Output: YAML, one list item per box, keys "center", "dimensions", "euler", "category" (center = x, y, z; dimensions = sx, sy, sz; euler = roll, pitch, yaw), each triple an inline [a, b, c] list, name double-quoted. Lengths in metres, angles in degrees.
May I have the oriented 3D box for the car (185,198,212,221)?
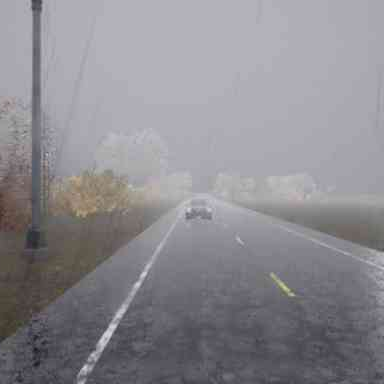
- center: [0.553, 1.364, 27.467]
  dimensions: [2.097, 1.767, 4.553]
  euler: [0, 0, 0]
  category: "car"
